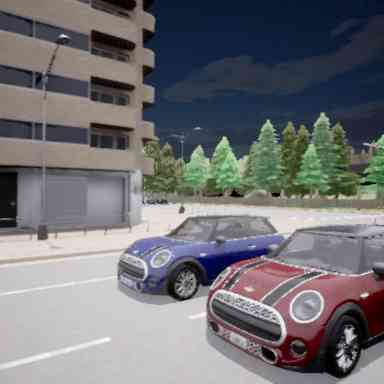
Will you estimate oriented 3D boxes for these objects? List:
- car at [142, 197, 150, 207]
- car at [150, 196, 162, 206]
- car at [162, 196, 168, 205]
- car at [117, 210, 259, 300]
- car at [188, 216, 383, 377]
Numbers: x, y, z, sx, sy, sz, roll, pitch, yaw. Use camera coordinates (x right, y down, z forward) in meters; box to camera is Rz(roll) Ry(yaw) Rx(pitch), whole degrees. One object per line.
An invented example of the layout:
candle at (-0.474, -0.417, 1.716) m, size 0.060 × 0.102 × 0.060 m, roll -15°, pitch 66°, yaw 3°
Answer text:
car at (-9.606, 1.592, 53.231) m, size 5.008 × 1.535 × 1.882 m, roll 0°, pitch -1°, yaw 36°
car at (-8.080, 1.614, 56.425) m, size 5.008 × 1.535 × 1.882 m, roll 0°, pitch -1°, yaw 36°
car at (-7.000, 1.529, 64.155) m, size 4.553 × 1.767 × 2.097 m, roll 0°, pitch 0°, yaw 31°
car at (0.433, 1.392, 8.582) m, size 4.553 × 1.767 × 2.097 m, roll 1°, pitch 0°, yaw -35°
car at (2.449, 1.392, 5.721) m, size 4.553 × 1.767 × 2.097 m, roll 1°, pitch 0°, yaw -35°
